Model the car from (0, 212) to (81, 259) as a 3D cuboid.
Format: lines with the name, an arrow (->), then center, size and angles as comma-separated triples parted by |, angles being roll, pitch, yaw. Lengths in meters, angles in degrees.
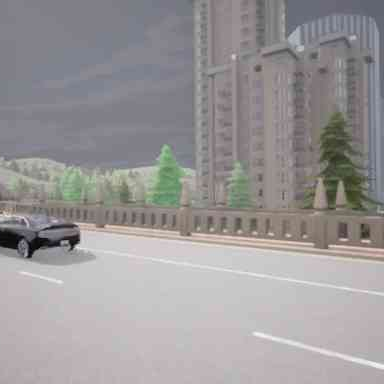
car -> -6.321, 1.534, 12.845 | 4.902, 1.511, 2.128 | 0, 0, 36
